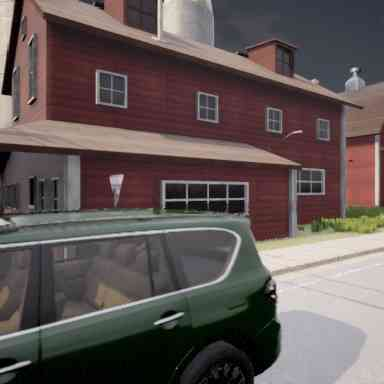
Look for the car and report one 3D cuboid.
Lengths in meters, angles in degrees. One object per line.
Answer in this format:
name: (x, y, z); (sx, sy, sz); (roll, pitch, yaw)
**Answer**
car: (-1.610, 1.222, 2.795); (5.566, 2.045, 2.150); (0, 0, -37)
